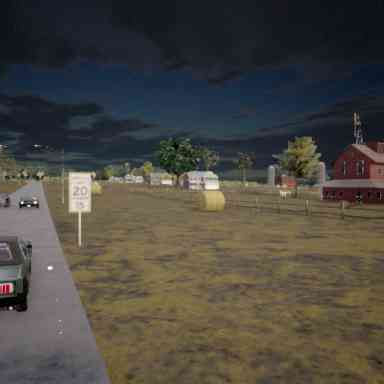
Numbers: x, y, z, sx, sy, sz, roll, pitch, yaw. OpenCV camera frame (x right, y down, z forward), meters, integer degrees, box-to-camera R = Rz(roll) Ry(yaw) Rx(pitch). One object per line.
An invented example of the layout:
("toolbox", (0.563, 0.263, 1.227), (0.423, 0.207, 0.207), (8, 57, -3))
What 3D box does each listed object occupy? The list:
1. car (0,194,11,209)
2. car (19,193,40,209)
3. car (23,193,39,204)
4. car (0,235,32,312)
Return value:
("car", (-20.032, 0.939, 34.599), (2.128, 1.511, 4.902), (0, 1, -24))
("car", (-17.321, 1.056, 35.509), (1.895, 1.301, 4.718), (0, 1, -24))
("car", (-21.499, 0.815, 44.561), (1.895, 1.301, 4.718), (0, 1, -24))
("car", (-4.507, 1.592, 7.191), (1.895, 1.301, 4.718), (0, 0, -24))
